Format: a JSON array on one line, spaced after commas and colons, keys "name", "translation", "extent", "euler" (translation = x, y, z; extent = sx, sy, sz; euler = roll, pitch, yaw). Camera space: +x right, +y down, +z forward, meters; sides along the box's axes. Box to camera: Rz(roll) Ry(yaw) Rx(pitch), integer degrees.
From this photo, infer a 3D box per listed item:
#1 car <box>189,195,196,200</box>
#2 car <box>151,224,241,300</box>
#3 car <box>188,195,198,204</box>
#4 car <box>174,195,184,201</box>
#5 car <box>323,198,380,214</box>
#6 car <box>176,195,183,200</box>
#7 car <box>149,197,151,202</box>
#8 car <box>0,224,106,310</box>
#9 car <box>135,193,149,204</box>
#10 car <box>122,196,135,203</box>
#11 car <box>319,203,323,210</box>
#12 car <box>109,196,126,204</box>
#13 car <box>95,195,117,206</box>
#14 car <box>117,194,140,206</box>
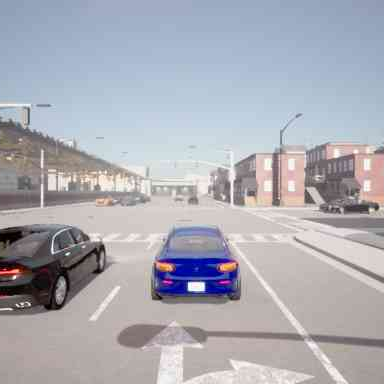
[{"name": "car", "translation": [0.170, 1.478, 90.543], "extent": [1.882, 1.535, 5.008], "euler": [0, 0, 0]}, {"name": "car", "translation": [0.093, 1.526, 8.245], "extent": [1.812, 1.442, 4.674], "euler": [0, 0, 0]}, {"name": "car", "translation": [0.220, 1.505, 65.146], "extent": [1.837, 1.490, 4.892], "euler": [0, 0, 0]}, {"name": "car", "translation": [-3.346, 1.595, 82.110], "extent": [1.895, 1.301, 4.718], "euler": [0, 0, 0]}, {"name": "car", "translation": [16.787, 1.492, 34.543], "extent": [4.902, 1.511, 2.128], "euler": [0, 0, 0]}, {"name": "car", "translation": [-3.327, 1.524, 92.156], "extent": [1.812, 1.442, 4.674], "euler": [0, 0, 0]}, {"name": "car", "translation": [-10.359, 1.552, 75.073], "extent": [1.994, 1.385, 4.181], "euler": [0, 0, 0]}, {"name": "car", "translation": [-3.414, 1.505, 7.788], "extent": [1.837, 1.490, 4.892], "euler": [0, 0, 0]}, {"name": "car", "translation": [-10.408, 1.221, 65.206], "extent": [2.150, 2.045, 5.566], "euler": [0, 0, 0]}, {"name": "car", "translation": [-13.863, 1.524, 72.900], "extent": [1.812, 1.442, 4.674], "euler": [0, 0, 0]}, {"name": "car", "translation": [17.092, 1.505, 38.050], "extent": [4.892, 1.490, 1.837], "euler": [0, 0, 0]}, {"name": "car", "translation": [-13.931, 1.492, 62.676], "extent": [2.128, 1.511, 4.902], "euler": [0, 0, 1]}, {"name": "car", "translation": [-13.980, 1.351, 53.182], "extent": [2.097, 1.767, 4.553], "euler": [0, 0, 0]}, {"name": "car", "translation": [-10.472, 1.548, 55.108], "extent": [2.033, 1.411, 5.357], "euler": [0, 0, 0]}]
